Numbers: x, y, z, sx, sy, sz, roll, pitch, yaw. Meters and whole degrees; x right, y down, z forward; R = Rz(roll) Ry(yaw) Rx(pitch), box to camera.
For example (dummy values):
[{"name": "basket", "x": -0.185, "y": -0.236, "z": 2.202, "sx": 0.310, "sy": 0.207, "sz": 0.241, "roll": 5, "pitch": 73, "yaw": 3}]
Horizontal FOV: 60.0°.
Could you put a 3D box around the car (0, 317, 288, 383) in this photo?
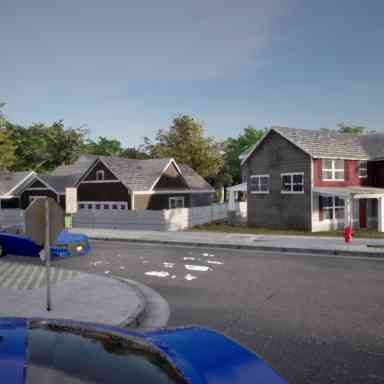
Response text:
[{"name": "car", "x": -1.742, "y": 1.480, "z": 1.289, "sx": 5.008, "sy": 1.535, "sz": 1.882, "roll": 0, "pitch": 0, "yaw": -25}]

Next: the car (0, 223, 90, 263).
[{"name": "car", "x": -6.651, "y": 2.044, "z": 14.471, "sx": 5.008, "sy": 1.535, "sz": 1.882, "roll": -2, "pitch": 0, "yaw": 30}]
